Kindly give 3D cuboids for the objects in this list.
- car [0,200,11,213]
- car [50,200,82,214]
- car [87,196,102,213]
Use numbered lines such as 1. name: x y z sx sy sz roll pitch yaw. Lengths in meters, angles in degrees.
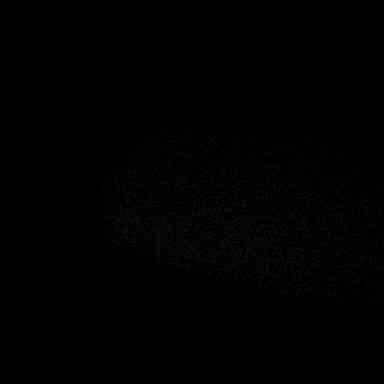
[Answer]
1. car: -22.288 1.670 37.029 2.128 1.511 4.902 0 0 6
2. car: -14.785 1.712 39.460 1.882 1.535 5.008 0 0 7
3. car: -11.017 1.488 41.302 2.150 2.045 5.566 0 -1 9
